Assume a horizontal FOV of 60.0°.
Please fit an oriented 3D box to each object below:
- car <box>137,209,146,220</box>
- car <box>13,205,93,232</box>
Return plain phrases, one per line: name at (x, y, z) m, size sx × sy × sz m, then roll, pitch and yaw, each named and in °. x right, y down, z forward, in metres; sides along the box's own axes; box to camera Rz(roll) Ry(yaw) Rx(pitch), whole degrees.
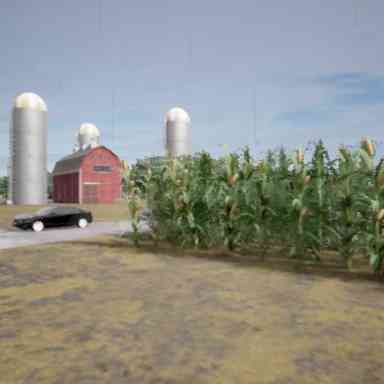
car at (-2.809, 1.751, 29.854) m, size 1.837 × 1.490 × 4.892 m, roll 1°, pitch 0°, yaw 35°
car at (-8.839, 1.626, 21.515) m, size 1.882 × 1.535 × 5.008 m, roll 1°, pitch 0°, yaw 37°
